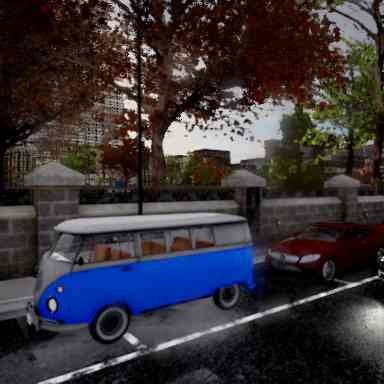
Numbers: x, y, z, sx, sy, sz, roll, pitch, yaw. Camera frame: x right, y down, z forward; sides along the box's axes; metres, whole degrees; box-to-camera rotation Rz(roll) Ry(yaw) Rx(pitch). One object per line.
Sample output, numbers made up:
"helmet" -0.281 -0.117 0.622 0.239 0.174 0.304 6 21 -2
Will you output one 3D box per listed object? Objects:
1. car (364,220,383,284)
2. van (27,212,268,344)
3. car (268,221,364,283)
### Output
"car" 6.311 1.420 7.886 4.892 1.490 1.837 -1 0 -36
"van" -0.673 1.316 6.081 3.998 1.788 1.690 -1 0 -36
"car" 3.910 1.507 9.355 4.206 1.307 1.802 -1 0 -36
